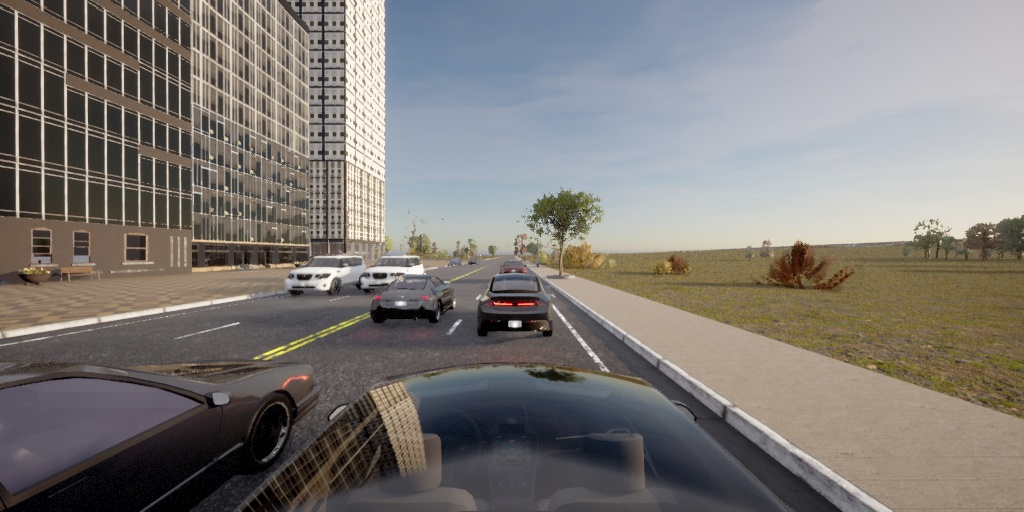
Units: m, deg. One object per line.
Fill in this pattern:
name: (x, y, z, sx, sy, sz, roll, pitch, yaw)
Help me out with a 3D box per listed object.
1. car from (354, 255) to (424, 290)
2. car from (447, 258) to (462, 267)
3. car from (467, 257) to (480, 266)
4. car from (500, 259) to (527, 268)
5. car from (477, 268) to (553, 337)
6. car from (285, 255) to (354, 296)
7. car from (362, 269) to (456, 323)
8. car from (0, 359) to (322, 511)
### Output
car: (-6.591, 0.969, 20.512, 2.150, 2.045, 5.566, 0, 0, 0)
car: (-9.720, 1.070, 61.511, 1.812, 1.442, 4.674, 0, 0, 0)
car: (-6.470, 0.894, 61.509, 1.837, 1.490, 4.892, 0, 0, 0)
car: (0.113, 1.098, 28.348, 2.097, 1.767, 4.553, 0, 0, 0)
car: (0.100, 1.254, 10.330, 1.837, 1.490, 4.892, 0, 0, 1)
car: (-9.842, 0.969, 19.633, 2.150, 2.045, 5.566, 0, 0, 0)
car: (-3.143, 1.313, 12.128, 1.994, 1.385, 4.181, 0, 0, 0)
car: (-3.148, 1.297, 1.721, 2.033, 1.411, 5.357, 0, 0, 0)
